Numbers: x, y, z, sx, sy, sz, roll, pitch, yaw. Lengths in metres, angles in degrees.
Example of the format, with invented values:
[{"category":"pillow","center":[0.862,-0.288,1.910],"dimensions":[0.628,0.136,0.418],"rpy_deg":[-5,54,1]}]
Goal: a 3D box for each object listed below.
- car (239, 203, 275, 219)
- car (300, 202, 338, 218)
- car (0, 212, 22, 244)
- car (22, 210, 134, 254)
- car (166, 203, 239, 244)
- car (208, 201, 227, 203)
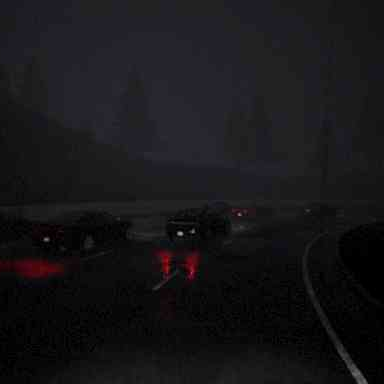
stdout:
[{"category":"car","center":[5.564,1.657,29.932],"dimensions":[1.895,1.301,4.718],"rpy_deg":[0,0,43]},{"category":"car","center":[11.847,1.649,30.901],"dimensions":[4.181,1.385,1.994],"rpy_deg":[0,0,-40]},{"category":"car","center":[-8.207,1.525,13.713],"dimensions":[2.033,1.411,5.357],"rpy_deg":[0,0,18]},{"category":"car","center":[-4.189,1.473,13.705],"dimensions":[1.882,1.535,5.008],"rpy_deg":[0,0,18]},{"category":"car","center":[0.464,1.510,16.003],"dimensions":[2.128,1.511,4.902],"rpy_deg":[0,0,23]},{"category":"car","center":[2.619,1.571,32.131],"dimensions":[1.812,1.442,4.674],"rpy_deg":[0,0,42]}]
